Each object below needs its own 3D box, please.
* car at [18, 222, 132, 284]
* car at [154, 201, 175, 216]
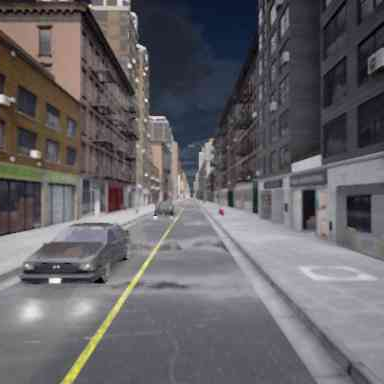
[{"bbox_3d":[-3.098,1.651,10.188,2.033,1.411,5.357,0,-1,0],"label":"car"},{"bbox_3d":[-3.018,1.793,37.519,2.097,1.767,4.553,0,-1,0],"label":"car"}]
